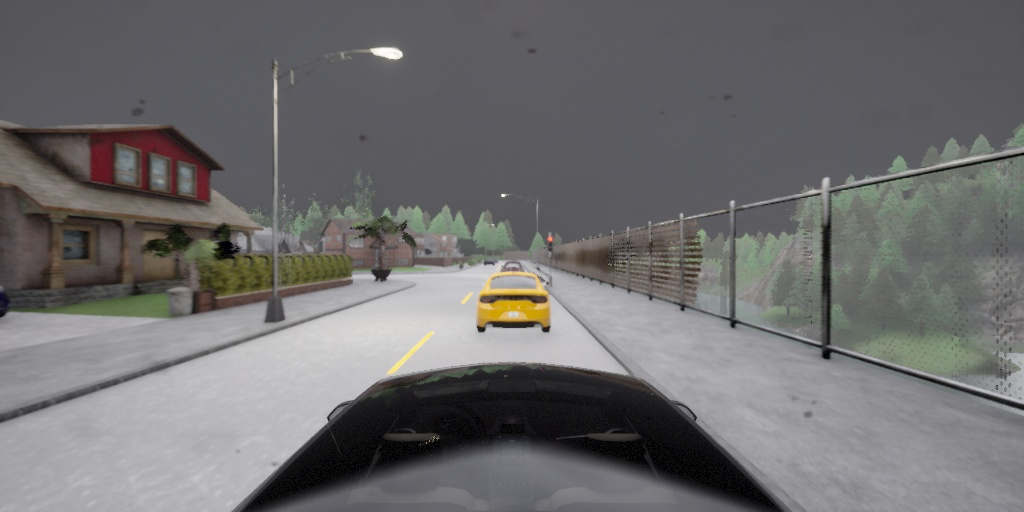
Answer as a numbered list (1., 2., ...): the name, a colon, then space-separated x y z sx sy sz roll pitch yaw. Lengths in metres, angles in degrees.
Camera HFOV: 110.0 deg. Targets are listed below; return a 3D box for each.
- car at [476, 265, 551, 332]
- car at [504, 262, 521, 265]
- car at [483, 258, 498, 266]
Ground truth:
1. car: 0.053 1.192 10.749 1.882 1.535 5.008 0 0 0
2. car: 0.059 1.168 29.092 1.812 1.442 4.674 0 0 0
3. car: -4.051 1.105 64.468 1.895 1.301 4.718 0 0 0
